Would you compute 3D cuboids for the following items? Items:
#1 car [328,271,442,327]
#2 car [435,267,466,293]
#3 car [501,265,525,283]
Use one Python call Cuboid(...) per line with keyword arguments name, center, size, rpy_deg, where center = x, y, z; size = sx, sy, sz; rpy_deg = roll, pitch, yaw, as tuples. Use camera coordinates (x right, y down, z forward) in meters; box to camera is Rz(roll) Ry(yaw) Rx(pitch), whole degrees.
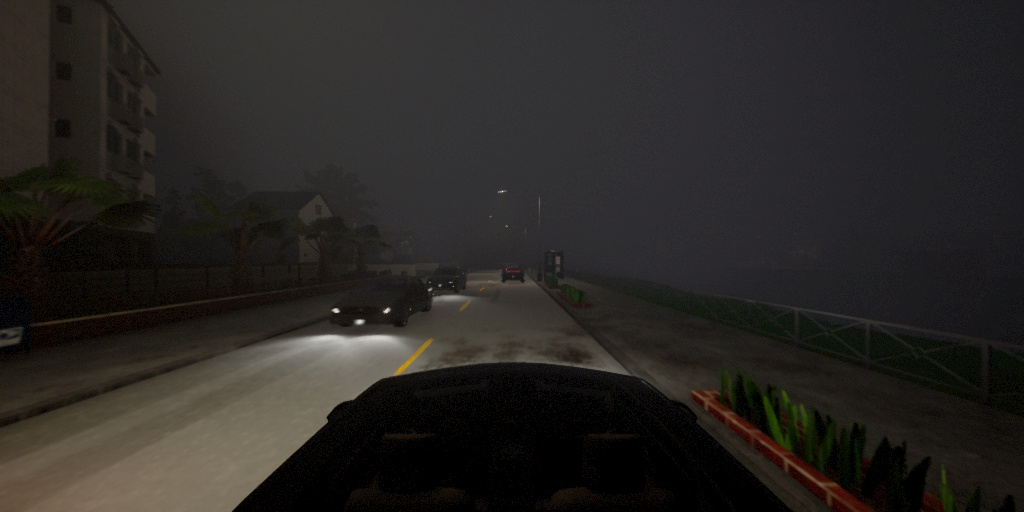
Cuboid(name="car", center=(-4.020, 1.387, 12.145), size=(2.033, 1.411, 5.357), rpy_deg=(0, -1, 0))
Cuboid(name="car", center=(-4.029, 1.433, 22.567), size=(1.837, 1.490, 4.892), rpy_deg=(0, 0, 0))
Cuboid(name="car", center=(0.098, 1.497, 31.554), size=(2.128, 1.511, 4.902), rpy_deg=(0, 0, 0))
